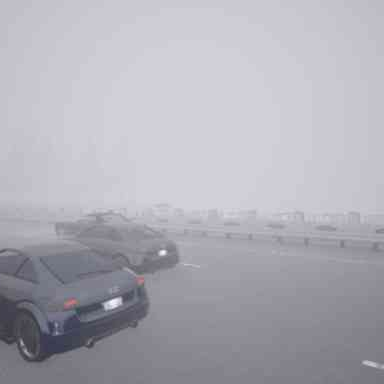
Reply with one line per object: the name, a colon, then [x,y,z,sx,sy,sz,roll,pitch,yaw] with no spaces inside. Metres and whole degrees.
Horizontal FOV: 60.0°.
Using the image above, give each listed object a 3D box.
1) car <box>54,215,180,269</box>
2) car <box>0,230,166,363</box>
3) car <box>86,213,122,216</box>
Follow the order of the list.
car: [-2.408,1.595,10.009,4.181,1.385,1.994,0,0,36]
car: [-2.767,1.587,5.966,4.181,1.385,1.994,0,0,36]
car: [-4.495,1.653,15.797,4.718,1.301,1.895,0,0,35]
